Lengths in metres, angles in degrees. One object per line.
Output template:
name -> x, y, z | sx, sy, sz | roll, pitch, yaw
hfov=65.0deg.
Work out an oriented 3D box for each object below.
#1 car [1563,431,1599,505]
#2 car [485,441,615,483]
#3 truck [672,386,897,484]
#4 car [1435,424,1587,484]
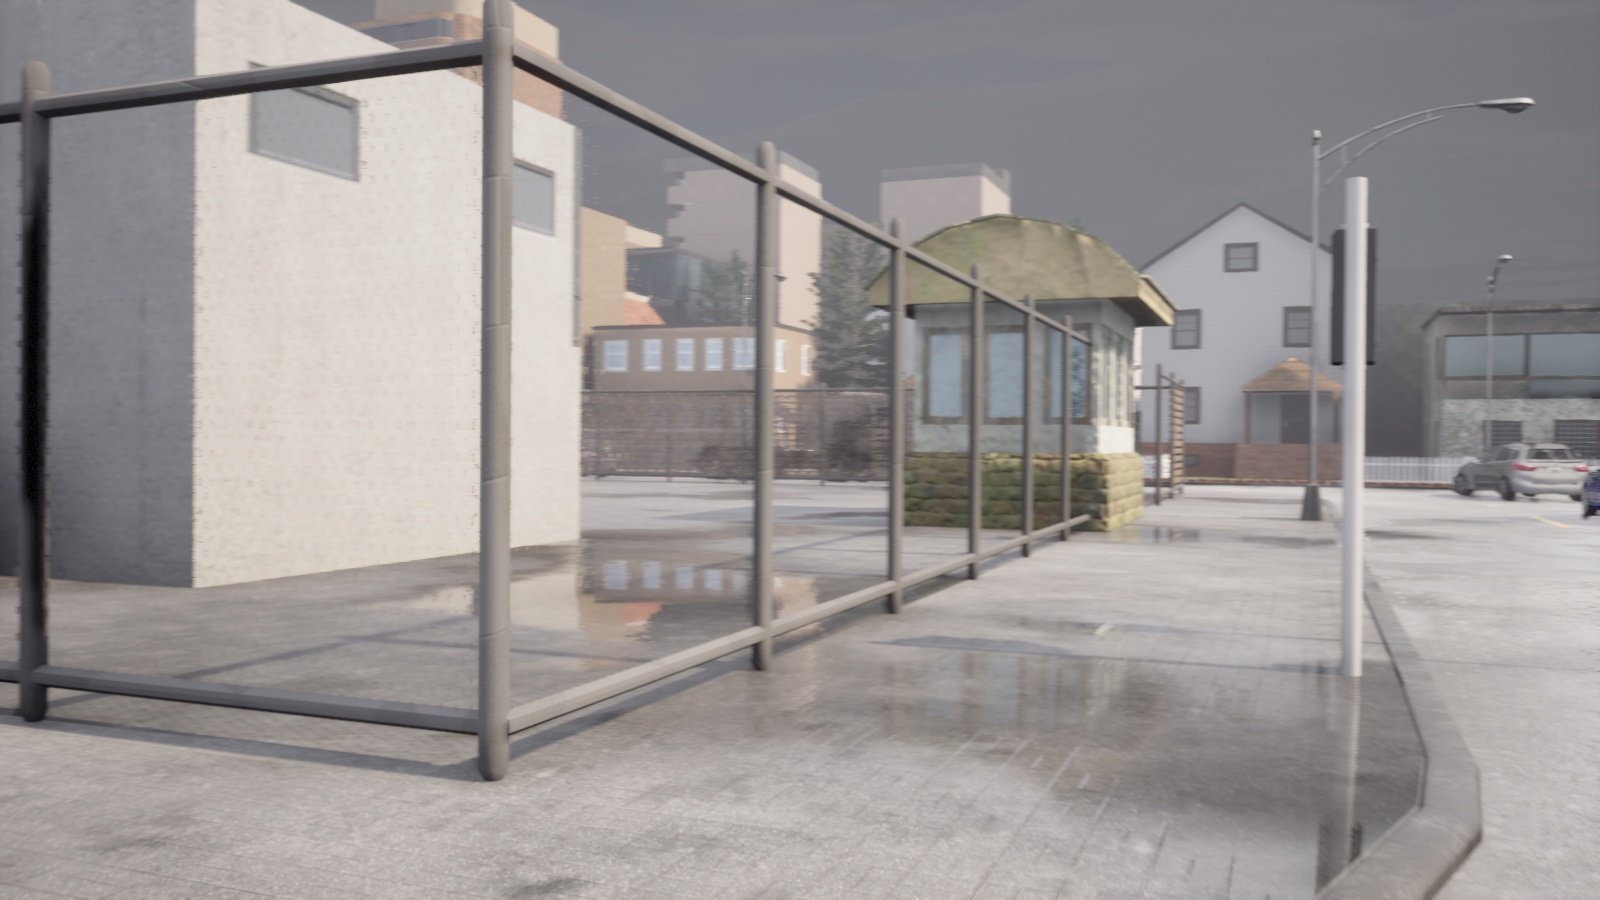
car -> 17.818, 0.345, 26.687 | 1.882, 1.535, 5.008 | -1, 0, 21
car -> -10.134, 0.485, 50.929 | 4.856, 1.649, 2.033 | -1, 0, 23
truck -> -0.609, -0.525, 47.252 | 7.936, 3.462, 2.891 | -1, 0, 24
car -> 21.150, 0.086, 37.602 | 2.242, 1.667, 4.611 | 0, 0, 5
